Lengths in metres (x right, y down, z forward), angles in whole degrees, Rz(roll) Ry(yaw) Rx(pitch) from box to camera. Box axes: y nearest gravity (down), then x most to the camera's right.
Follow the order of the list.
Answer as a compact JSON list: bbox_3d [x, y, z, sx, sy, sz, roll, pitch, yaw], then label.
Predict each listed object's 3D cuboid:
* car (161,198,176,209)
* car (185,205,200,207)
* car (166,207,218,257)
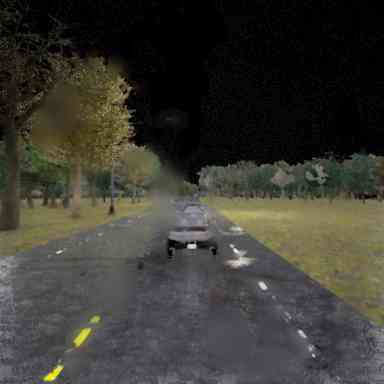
[{"bbox_3d":[-3.495,1.667,50.426,2.097,1.767,4.553,0,0,0],"label":"car"},{"bbox_3d":[0.051,1.773,28.477,1.994,1.385,4.181,0,0,1],"label":"car"},{"bbox_3d":[0.011,1.599,13.447,2.128,1.511,4.902,-1,0,0],"label":"car"}]
